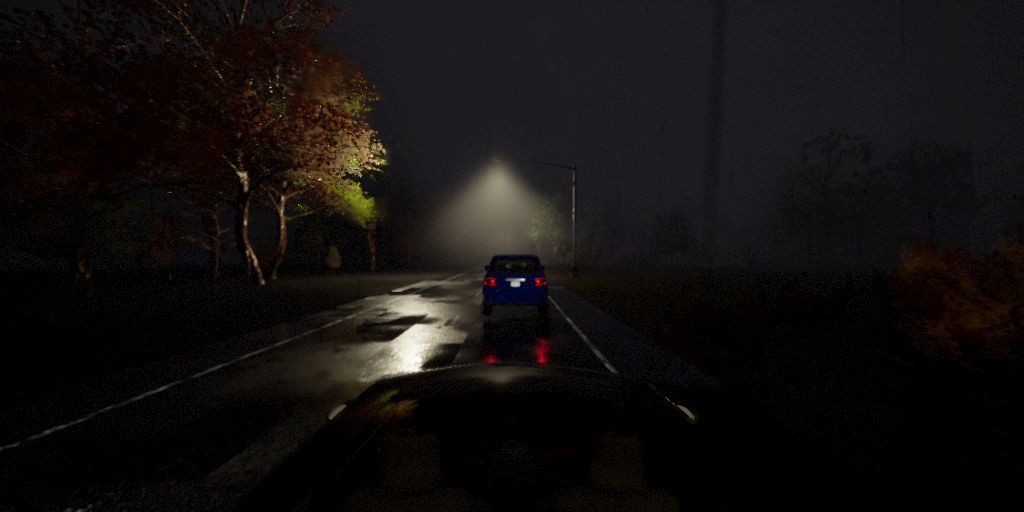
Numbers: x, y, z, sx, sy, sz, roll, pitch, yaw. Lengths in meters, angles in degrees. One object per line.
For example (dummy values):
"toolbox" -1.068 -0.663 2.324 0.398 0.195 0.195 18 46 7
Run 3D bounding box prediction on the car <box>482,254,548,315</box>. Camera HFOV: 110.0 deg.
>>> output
"car" 0.106 0.946 13.583 2.150 2.045 5.566 0 0 0
